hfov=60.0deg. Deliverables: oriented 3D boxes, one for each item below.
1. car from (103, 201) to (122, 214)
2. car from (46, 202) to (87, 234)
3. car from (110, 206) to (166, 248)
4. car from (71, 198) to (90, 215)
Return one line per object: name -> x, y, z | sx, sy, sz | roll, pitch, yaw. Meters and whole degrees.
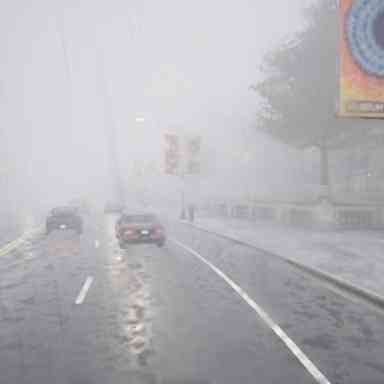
car -> -8.713, 1.656, 36.715 | 1.994, 1.385, 4.181 | 0, 0, -16
car -> -7.457, 1.565, 19.812 | 1.837, 1.490, 4.892 | 0, 0, -16
car -> -2.453, 1.582, 15.045 | 2.033, 1.411, 5.357 | 0, 0, -15
car -> -11.950, 1.454, 35.316 | 2.097, 1.767, 4.553 | 0, 0, -16
